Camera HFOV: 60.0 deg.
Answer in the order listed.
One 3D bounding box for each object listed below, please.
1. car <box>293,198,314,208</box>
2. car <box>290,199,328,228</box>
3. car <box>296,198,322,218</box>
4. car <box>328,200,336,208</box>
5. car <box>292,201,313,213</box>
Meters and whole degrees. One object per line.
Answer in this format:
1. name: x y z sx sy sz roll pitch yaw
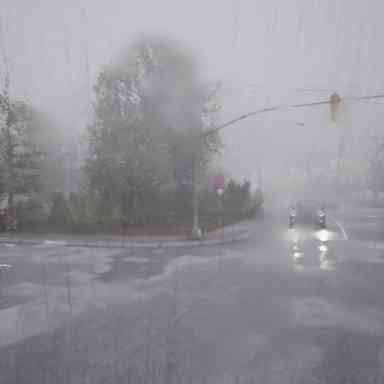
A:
1. car: 19.732 1.953 59.016 2.097 1.767 4.553 -1 -1 -1
2. car: 7.726 1.336 22.197 2.097 1.767 4.553 -1 -1 20
3. car: 11.045 1.445 31.726 2.097 1.767 4.553 -1 -1 17
4. car: 23.174 2.109 57.677 1.895 1.301 4.718 -1 -1 2
5. car: 13.886 1.836 41.956 2.033 1.411 5.357 -1 -1 13
